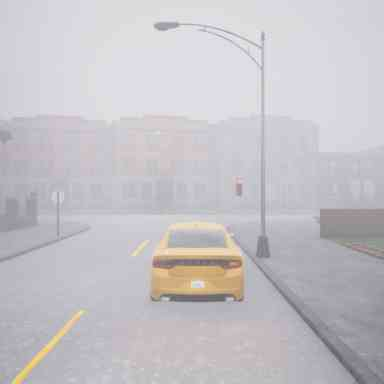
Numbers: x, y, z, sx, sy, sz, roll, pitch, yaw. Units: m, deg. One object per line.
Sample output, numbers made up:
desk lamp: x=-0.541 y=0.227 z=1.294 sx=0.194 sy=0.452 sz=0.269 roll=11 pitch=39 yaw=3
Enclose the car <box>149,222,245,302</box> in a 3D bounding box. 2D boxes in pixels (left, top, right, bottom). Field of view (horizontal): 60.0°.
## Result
car: x=0.107 y=1.478 z=8.334 sx=1.882 sy=1.535 sz=5.008 roll=0 pitch=0 yaw=0
